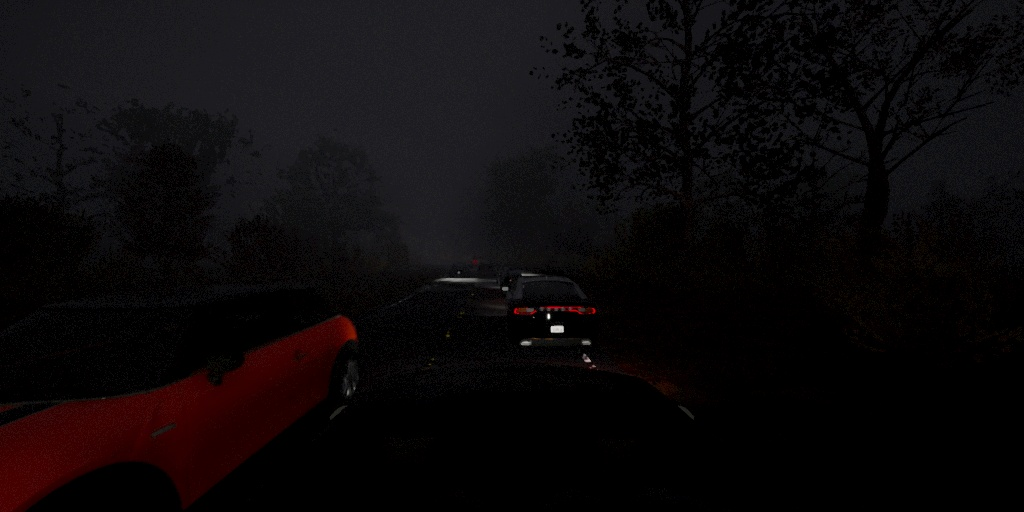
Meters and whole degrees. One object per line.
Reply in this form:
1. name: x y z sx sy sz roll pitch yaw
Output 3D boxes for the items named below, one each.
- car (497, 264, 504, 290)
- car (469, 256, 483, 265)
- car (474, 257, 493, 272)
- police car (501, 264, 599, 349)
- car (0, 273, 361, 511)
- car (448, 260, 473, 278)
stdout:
1. car: 0.315 1.275 19.295 1.812 1.442 4.674 0 0 -4
2. car: -5.986 0.966 60.660 2.150 2.045 5.566 0 0 -12
3. car: -3.575 1.224 47.102 1.882 1.535 5.008 0 0 -9
4. police car: 0.775 1.175 9.337 1.930 1.638 5.238 0 0 -2
5. car: -3.166 1.102 3.148 2.097 1.767 4.553 0 0 -1
6. car: -4.977 1.312 33.970 1.994 1.385 4.181 0 0 -7
